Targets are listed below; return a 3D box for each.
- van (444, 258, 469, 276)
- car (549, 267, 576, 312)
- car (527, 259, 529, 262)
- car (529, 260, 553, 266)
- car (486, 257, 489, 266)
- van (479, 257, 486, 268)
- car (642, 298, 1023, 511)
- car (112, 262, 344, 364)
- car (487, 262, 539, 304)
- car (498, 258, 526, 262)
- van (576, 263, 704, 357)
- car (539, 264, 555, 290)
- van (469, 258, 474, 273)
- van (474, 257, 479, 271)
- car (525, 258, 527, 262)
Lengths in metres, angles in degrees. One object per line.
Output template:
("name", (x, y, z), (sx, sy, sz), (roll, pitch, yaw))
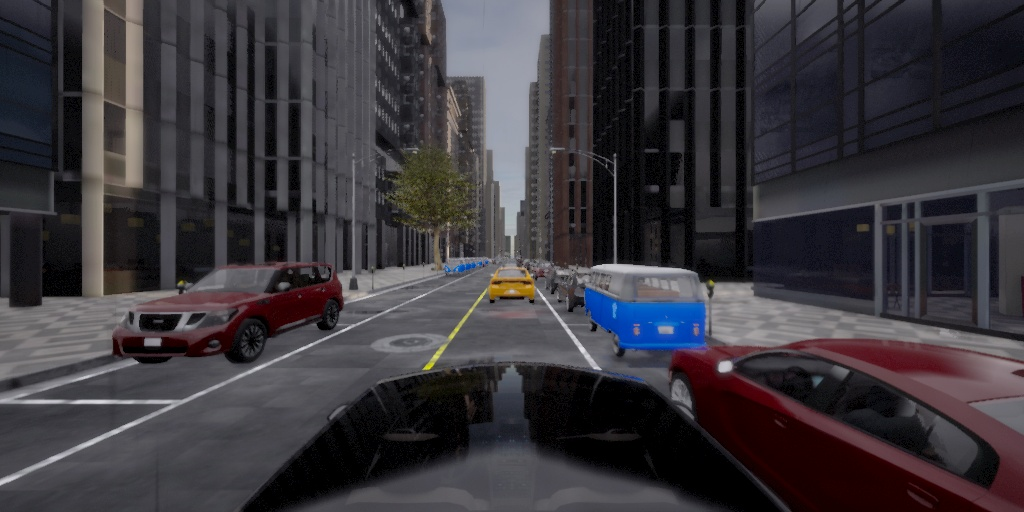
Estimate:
("van", (-5.762, 1.097, 36.355), (1.690, 1.789, 3.998), (0, 0, 0))
("car", (2.763, 1.300, 13.886), (2.007, 1.370, 4.403), (0, 0, 0))
("car", (2.763, 1.282, 36.531), (1.751, 1.417, 4.829), (0, 0, 0))
("car", (2.763, 1.194, 30.742), (1.967, 1.591, 4.097), (0, 0, 0))
("car", (-5.762, 1.319, 64.446), (1.888, 1.381, 4.507), (0, 0, 0))
("van", (-5.762, 1.110, 58.828), (1.690, 1.789, 3.998), (0, 0, 0))
("car", (2.763, 1.293, 2.649), (1.888, 1.381, 4.507), (0, 0, 0))
("car", (-5.762, 1.063, 8.263), (2.192, 1.841, 5.009), (0, 0, 0))
("car", (0.000, 1.236, 16.500), (1.882, 1.535, 5.008), (0, 0, 0))
("car", (0.000, 1.240, 31.500), (1.882, 1.535, 5.008), (0, 0, 0))
("van", (2.763, 1.089, 8.267), (1.690, 1.789, 3.998), (0, 0, 0))
("car", (2.763, 1.301, 19.505), (2.007, 1.370, 4.403), (0, 0, 0))
("van", (-5.762, 1.100, 41.973), (1.690, 1.789, 3.998), (0, 0, 0))
("van", (-5.762, 1.103, 47.591), (1.690, 1.789, 3.998), (0, 0, 0))
("car", (2.763, 1.328, 47.598), (1.948, 1.339, 4.313), (0, 0, 0))
